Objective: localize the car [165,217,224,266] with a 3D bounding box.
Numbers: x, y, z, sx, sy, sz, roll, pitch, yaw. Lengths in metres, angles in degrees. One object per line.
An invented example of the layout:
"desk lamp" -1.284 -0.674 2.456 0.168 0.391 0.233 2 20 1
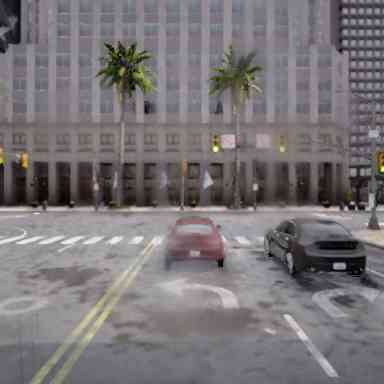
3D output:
"car" 0.085 1.596 11.685 1.812 1.442 4.674 0 0 0

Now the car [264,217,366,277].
"car" 3.591 1.568 10.494 1.837 1.490 4.892 0 0 0
